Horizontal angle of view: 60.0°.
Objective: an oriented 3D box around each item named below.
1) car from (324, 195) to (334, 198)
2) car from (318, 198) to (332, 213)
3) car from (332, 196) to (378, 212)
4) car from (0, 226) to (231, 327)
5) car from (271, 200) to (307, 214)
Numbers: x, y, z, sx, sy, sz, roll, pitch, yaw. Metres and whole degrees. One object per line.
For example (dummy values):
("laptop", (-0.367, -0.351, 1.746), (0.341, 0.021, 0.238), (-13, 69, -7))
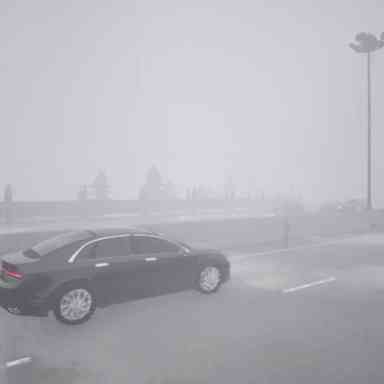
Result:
("car", (30.005, 1.308, 72.163), (2.097, 1.767, 4.553), (0, 0, 13))
("car", (14.964, 1.607, 35.454), (1.994, 1.385, 4.181), (0, 0, 40))
("car", (14.685, 1.381, 29.898), (2.097, 1.767, 4.553), (0, 0, 42))
("car", (-1.330, 1.505, 7.097), (4.892, 1.490, 1.837), (0, 0, -36))
("car", (10.453, 1.585, 35.501), (2.033, 1.411, 5.357), (0, 0, 42))
